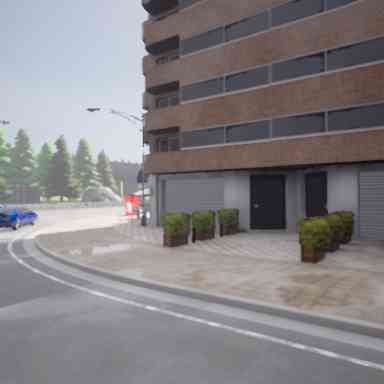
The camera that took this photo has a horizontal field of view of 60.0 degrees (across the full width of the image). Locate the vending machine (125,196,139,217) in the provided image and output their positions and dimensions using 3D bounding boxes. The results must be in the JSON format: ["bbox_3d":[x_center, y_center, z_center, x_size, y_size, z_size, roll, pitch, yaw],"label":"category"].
[{"bbox_3d":[-5.939,1.424,32.913,1.100,2.100,0.880,-1,0,23],"label":"vending machine"}]

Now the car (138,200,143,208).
[{"bbox_3d":[-8.004,1.981,57.215,1.895,1.301,4.718,-1,0,36],"label":"car"}]

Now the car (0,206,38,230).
[{"bbox_3d":[-12.188,1.695,22.590,1.882,1.535,5.008,0,0,-5],"label":"car"}]

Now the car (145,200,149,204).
[{"bbox_3d":[-5.278,1.861,55.017,1.837,1.490,4.892,-1,-1,36],"label":"car"}]

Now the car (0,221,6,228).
[{"bbox_3d":[-7.624,1.664,10.770,2.033,1.411,5.357,0,0,-36],"label":"car"}]
